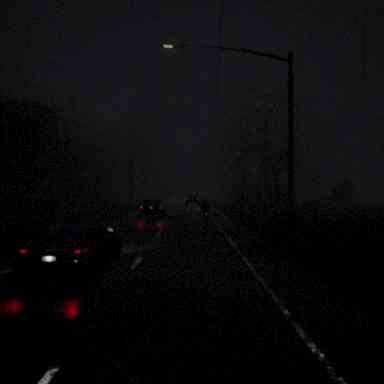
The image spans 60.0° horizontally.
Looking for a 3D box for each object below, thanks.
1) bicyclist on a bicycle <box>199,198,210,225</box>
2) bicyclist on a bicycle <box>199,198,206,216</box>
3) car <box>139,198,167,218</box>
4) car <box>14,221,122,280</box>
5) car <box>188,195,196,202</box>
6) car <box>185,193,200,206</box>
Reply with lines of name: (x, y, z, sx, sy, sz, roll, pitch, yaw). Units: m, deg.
bicyclist on a bicycle: (0.977, 1.360, 22.974, 0.659, 1.776, 1.843, 0, 0, 0)
bicyclist on a bicycle: (0.980, 1.438, 31.771, 0.582, 1.620, 1.656, 0, 0, 0)
car: (-3.388, 1.338, 29.765, 2.097, 1.767, 4.553, 0, 0, 0)
car: (-3.397, 1.559, 9.911, 1.994, 1.385, 4.181, 0, 0, 0)
car: (0.033, 1.494, 73.770, 1.812, 1.442, 4.674, 0, 0, 0)
car: (0.122, 1.198, 53.408, 2.150, 2.045, 5.566, 0, 0, 0)
